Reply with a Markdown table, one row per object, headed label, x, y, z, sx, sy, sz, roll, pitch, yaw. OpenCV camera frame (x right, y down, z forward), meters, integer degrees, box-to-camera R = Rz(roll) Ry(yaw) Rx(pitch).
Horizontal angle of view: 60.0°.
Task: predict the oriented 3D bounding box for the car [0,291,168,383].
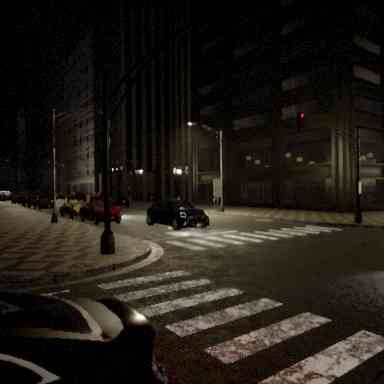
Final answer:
| label | x | y | z | sx | sy | sz | roll | pitch | yaw |
| --- | --- | --- | --- | --- | --- | --- | --- | --- | --- |
| car | -2.453 | 1.496 | 1.814 | 4.902 | 1.511 | 2.128 | 0 | 0 | -35 |

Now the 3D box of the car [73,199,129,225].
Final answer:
| label | x | y | z | sx | sy | sz | roll | pitch | yaw |
| --- | --- | --- | --- | --- | --- | --- | --- | --- | --- |
| car | -6.392 | 1.408 | 22.989 | 1.887 | 1.381 | 4.507 | 0 | 1 | -36 |

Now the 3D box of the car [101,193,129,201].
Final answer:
| label | x | y | z | sx | sy | sz | roll | pitch | yaw |
| --- | --- | --- | --- | --- | --- | --- | --- | --- | --- |
| car | -9.352 | 1.183 | 41.659 | 1.947 | 1.339 | 4.313 | 0 | 1 | -36 |

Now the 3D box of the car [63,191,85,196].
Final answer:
| label | x | y | z | sx | sy | sz | roll | pitch | yaw |
| --- | --- | --- | --- | --- | --- | --- | --- | --- | --- |
| car | -19.225 | 0.777 | 55.340 | 2.192 | 1.841 | 5.009 | 0 | 1 | -36 |

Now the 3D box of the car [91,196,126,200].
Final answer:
| label | x | y | z | sx | sy | sz | roll | pitch | yaw |
| --- | --- | --- | --- | --- | --- | --- | --- | --- | --- |
| car | -7.966 | 1.339 | 29.873 | 1.994 | 1.385 | 4.181 | -1 | 1 | -36 |

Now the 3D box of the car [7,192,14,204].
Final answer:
| label | x | y | z | sx | sy | sz | roll | pitch | yaw |
| --- | --- | --- | --- | --- | --- | --- | --- | --- | --- |
| car | -26.141 | 1.117 | 50.356 | 2.008 | 1.369 | 4.403 | 0 | 1 | -36 |

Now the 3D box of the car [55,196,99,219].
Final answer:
| label | x | y | z | sx | sy | sz | roll | pitch | yaw |
| --- | --- | --- | --- | --- | --- | --- | --- | --- | --- |
| car | -9.584 | 1.345 | 27.412 | 1.752 | 1.417 | 4.829 | 0 | 1 | -36 |

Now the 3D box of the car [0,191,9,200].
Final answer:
| label | x | y | z | sx | sy | sz | roll | pitch | yaw |
| --- | --- | --- | --- | --- | --- | --- | --- | --- | --- |
| car | -39.306 | 0.655 | 68.598 | 2.192 | 1.841 | 5.009 | 0 | 1 | -36 |

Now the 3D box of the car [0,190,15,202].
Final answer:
| label | x | y | z | sx | sy | sz | roll | pitch | yaw |
| --- | --- | --- | --- | --- | --- | --- | --- | --- | --- |
| car | -32.723 | 0.895 | 59.477 | 1.967 | 1.590 | 4.097 | 0 | 1 | -36 |

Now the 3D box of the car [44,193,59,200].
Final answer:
| label | x | y | z | sx | sy | sz | roll | pitch | yaw |
| --- | --- | --- | --- | --- | --- | --- | --- | --- | --- |
| car | -29.100 | 0.837 | 69.024 | 1.887 | 1.381 | 4.507 | 0 | 1 | -36 |

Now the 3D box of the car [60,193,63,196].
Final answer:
| label | x | y | z | sx | sy | sz | roll | pitch | yaw |
| --- | --- | --- | --- | --- | --- | --- | --- | --- | --- |
| car | -25.808 | 0.932 | 64.464 | 1.802 | 1.307 | 4.206 | 0 | 1 | -36 |

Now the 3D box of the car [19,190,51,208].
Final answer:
| label | x | y | z | sx | sy | sz | roll | pitch | yaw |
| --- | --- | --- | --- | --- | --- | --- | --- | --- | --- |
| car | -19.557 | 0.987 | 41.232 | 2.192 | 1.841 | 5.009 | 0 | 1 | -36 |

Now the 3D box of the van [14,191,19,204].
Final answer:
| label | x | y | z | sx | sy | sz | roll | pitch | yaw |
| --- | --- | --- | --- | --- | --- | --- | --- | --- | --- |
| van | -22.849 | 0.961 | 45.793 | 1.690 | 1.788 | 3.998 | 0 | 1 | -36 |

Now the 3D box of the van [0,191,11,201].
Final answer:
| label | x | y | z | sx | sy | sz | roll | pitch | yaw |
| --- | --- | --- | --- | --- | --- | --- | --- | --- | --- |
| van | -36.014 | 0.739 | 64.037 | 1.690 | 1.788 | 3.998 | 0 | 1 | -36 |

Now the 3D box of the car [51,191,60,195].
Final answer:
| label | x | y | z | sx | sy | sz | roll | pitch | yaw |
| --- | --- | --- | --- | --- | --- | --- | --- | --- | --- |
| car | -21.571 | 0.795 | 48.869 | 2.150 | 2.045 | 5.566 | -1 | 1 | -36 |

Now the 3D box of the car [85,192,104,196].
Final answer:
| label | x | y | z | sx | sy | sz | roll | pitch | yaw |
| --- | --- | --- | --- | --- | --- | --- | --- | --- | --- |
| car | -12.643 | 0.882 | 46.218 | 2.192 | 1.841 | 5.009 | 0 | 1 | -36 |

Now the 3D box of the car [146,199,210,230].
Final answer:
| label | x | y | z | sx | sy | sz | roll | pitch | yaw |
| --- | --- | --- | --- | --- | --- | --- | --- | --- | --- |
| car | -0.936 | 1.226 | 20.125 | 2.097 | 1.767 | 4.553 | -1 | 1 | -36 |

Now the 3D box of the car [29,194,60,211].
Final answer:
| label | x | y | z | sx | sy | sz | roll | pitch | yaw |
| --- | --- | --- | --- | --- | --- | --- | --- | --- | --- |
| car | -16.266 | 1.267 | 36.672 | 1.887 | 1.381 | 4.507 | 0 | 1 | -36 |

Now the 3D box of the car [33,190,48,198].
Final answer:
| label | x | y | z | sx | sy | sz | roll | pitch | yaw |
| --- | --- | --- | --- | --- | --- | --- | --- | --- | --- |
| car | -35.681 | 0.493 | 78.143 | 2.192 | 1.841 | 5.009 | 0 | 1 | -36 |
